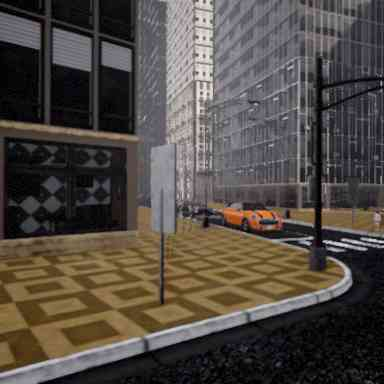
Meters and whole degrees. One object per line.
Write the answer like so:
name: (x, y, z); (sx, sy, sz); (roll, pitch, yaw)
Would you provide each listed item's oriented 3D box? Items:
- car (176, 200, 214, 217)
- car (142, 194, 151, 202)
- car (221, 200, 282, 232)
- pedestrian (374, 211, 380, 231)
car: (0.216, 1.440, 29.946); (2.033, 1.411, 5.357); (0, 1, -18)
car: (-8.279, 1.081, 63.692); (2.033, 1.411, 5.357); (0, 1, -19)
car: (3.525, 1.353, 20.312); (2.097, 1.767, 4.553); (0, 1, -19)
pedestrian: (10.328, 1.586, 18.547); (0.500, 1.100, 0.500); (1, 0, -19)
